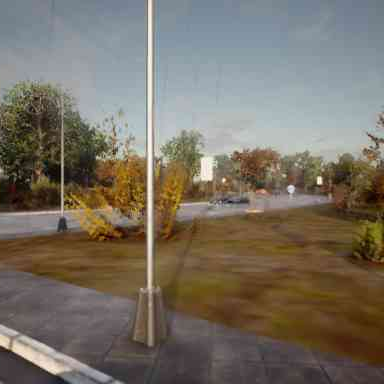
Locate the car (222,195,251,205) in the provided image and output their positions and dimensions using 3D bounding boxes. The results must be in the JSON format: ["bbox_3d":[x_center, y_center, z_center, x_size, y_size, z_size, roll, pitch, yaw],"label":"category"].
[{"bbox_3d":[7.514,1.281,53.355,2.033,1.411,5.357,0,1,37],"label":"car"}]

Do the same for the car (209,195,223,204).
[{"bbox_3d":[4.723,1.261,55.466,1.837,1.490,4.892,0,1,37],"label":"car"}]
